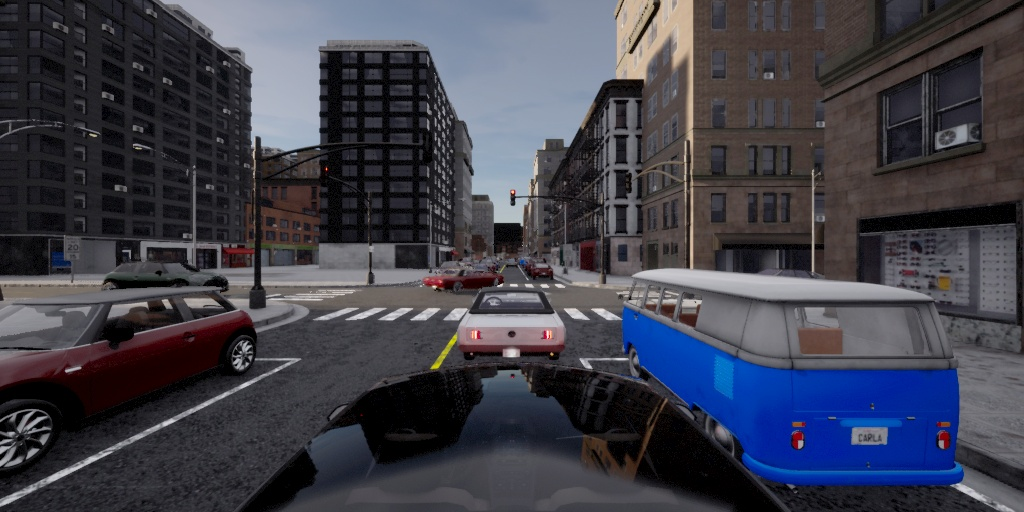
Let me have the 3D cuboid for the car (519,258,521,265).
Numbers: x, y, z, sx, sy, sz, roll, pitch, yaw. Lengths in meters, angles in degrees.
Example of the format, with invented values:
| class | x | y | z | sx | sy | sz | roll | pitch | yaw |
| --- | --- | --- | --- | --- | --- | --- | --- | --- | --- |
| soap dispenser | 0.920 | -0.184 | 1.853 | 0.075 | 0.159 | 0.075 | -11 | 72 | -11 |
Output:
| class | x | y | z | sx | sy | sz | roll | pitch | yaw |
| --- | --- | --- | --- | --- | --- | --- | --- | --- | --- |
| car | 2.549 | 1.309 | 58.421 | 1.948 | 1.339 | 4.313 | 0 | 0 | 0 |

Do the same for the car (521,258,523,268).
| class | x | y | z | sx | sy | sz | roll | pitch | yaw |
| --- | --- | --- | --- | --- | --- | --- | --- | --- | --- |
| car | 2.566 | 1.292 | 47.602 | 1.888 | 1.381 | 4.507 | 0 | 0 | 0 |

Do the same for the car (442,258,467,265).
| class | x | y | z | sx | sy | sz | roll | pitch | yaw |
| --- | --- | --- | --- | --- | --- | --- | --- | --- | --- |
| car | -5.433 | 1.188 | 31.361 | 1.967 | 1.591 | 4.097 | 0 | 0 | 0 |

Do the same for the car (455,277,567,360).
| class | x | y | z | sx | sy | sz | roll | pitch | yaw |
| --- | --- | --- | --- | --- | --- | --- | --- | --- | --- |
| car | -0.008 | 1.351 | 8.278 | 1.895 | 1.301 | 4.718 | 0 | 0 | 0 |

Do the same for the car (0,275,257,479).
| class | x | y | z | sx | sy | sz | roll | pitch | yaw |
| --- | --- | --- | --- | --- | --- | --- | --- | --- | --- |
| car | -5.390 | 1.190 | 4.481 | 1.967 | 1.591 | 4.097 | 0 | 0 | 0 |

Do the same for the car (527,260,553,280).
| class | x | y | z | sx | sy | sz | roll | pitch | yaw |
| --- | --- | --- | --- | --- | --- | --- | --- | --- | --- |
| car | 2.592 | 1.294 | 31.374 | 1.888 | 1.381 | 4.507 | 0 | 0 | 0 |

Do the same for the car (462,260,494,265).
| class | x | y | z | sx | sy | sz | roll | pitch | yaw |
| --- | --- | --- | --- | --- | --- | --- | --- | --- | --- |
| car | -2.896 | 1.313 | 31.537 | 1.994 | 1.385 | 4.181 | 0 | 0 | -1 |

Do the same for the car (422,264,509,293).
| class | x | y | z | sx | sy | sz | roll | pitch | yaw |
| --- | --- | --- | --- | --- | --- | --- | --- | --- | --- |
| car | -2.616 | 1.346 | 20.536 | 1.895 | 1.301 | 4.718 | 0 | 0 | 42 |

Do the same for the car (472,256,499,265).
| class | x | y | z | sx | sy | sz | roll | pitch | yaw |
| --- | --- | --- | --- | --- | --- | --- | --- | --- | --- |
| car | -2.892 | 1.100 | 40.157 | 2.097 | 1.767 | 4.553 | 0 | 0 | 0 |

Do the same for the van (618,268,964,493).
| class | x | y | z | sx | sy | sz | roll | pitch | yaw |
| --- | --- | --- | --- | --- | --- | --- | --- | --- | --- |
| van | 2.635 | 1.091 | 4.493 | 1.690 | 1.789 | 3.998 | 0 | 0 | 0 |

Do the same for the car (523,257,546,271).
| class | x | y | z | sx | sy | sz | roll | pitch | yaw |
| --- | --- | --- | --- | --- | --- | --- | --- | --- | --- |
| car | 2.584 | 1.063 | 36.783 | 2.192 | 1.841 | 5.009 | 0 | 0 | 0 |

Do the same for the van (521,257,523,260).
| class | x | y | z | sx | sy | sz | roll | pitch | yaw |
| --- | --- | --- | --- | --- | --- | --- | --- | --- | --- |
| van | 2.558 | 1.086 | 53.012 | 1.690 | 1.789 | 3.998 | 0 | 0 | 0 |

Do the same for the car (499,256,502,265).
| class | x | y | z | sx | sy | sz | roll | pitch | yaw |
| --- | --- | --- | --- | --- | --- | --- | --- | --- | --- |
| car | -2.910 | 1.099 | 49.032 | 2.097 | 1.767 | 4.553 | 0 | 0 | 0 |

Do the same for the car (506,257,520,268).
| class | x | y | z | sx | sy | sz | roll | pitch | yaw |
| --- | --- | --- | --- | --- | --- | --- | --- | --- | --- |
| car | -0.004 | 1.306 | 62.329 | 1.994 | 1.385 | 4.181 | 0 | 0 | 1 |

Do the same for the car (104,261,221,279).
| class | x | y | z | sx | sy | sz | roll | pitch | yaw |
| --- | --- | --- | --- | --- | --- | --- | --- | --- | --- |
| car | -15.945 | 1.025 | 16.701 | 4.553 | 1.767 | 2.097 | 0 | 0 | 0 |

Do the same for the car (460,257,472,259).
| class | x | y | z | sx | sy | sz | roll | pitch | yaw |
| --- | --- | --- | --- | --- | --- | --- | --- | --- | --- |
| car | -5.450 | 1.063 | 42.180 | 2.192 | 1.841 | 5.009 | 0 | 0 | 0 |
